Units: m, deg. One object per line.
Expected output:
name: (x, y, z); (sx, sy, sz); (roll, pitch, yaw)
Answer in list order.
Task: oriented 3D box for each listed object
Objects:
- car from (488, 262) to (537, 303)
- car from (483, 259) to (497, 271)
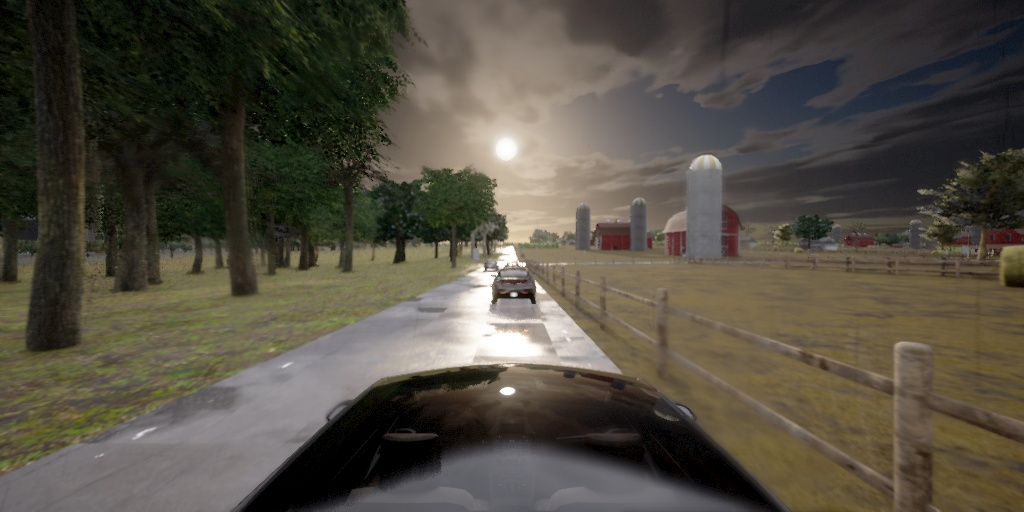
car: (0.078, 1.229, 16.328); (1.837, 1.490, 4.892); (0, 1, 0)
car: (-2.796, 1.194, 48.566); (2.128, 1.511, 4.902); (0, 0, 0)
